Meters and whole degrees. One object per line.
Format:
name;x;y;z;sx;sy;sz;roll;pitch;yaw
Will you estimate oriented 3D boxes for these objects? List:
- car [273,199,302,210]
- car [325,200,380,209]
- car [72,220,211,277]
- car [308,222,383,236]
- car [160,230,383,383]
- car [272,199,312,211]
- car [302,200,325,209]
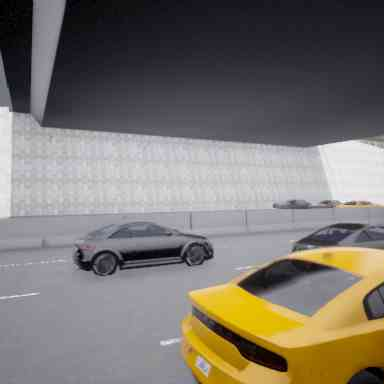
car;11.200;1.524;36.322;4.674;1.442;1.812;0;0;-27
car;14.937;1.476;30.379;5.008;1.535;1.882;0;0;-27
car;-1.450;1.564;10.182;4.181;1.385;1.994;0;0;-27
car;4.822;1.563;9.412;4.181;1.385;1.994;0;0;-27
car;2.315;1.477;4.240;5.008;1.535;1.882;0;0;-27
car;12.309;1.599;40.811;4.718;1.301;1.895;0;0;-27
car;13.843;1.524;33.733;4.674;1.442;1.812;0;0;-27
